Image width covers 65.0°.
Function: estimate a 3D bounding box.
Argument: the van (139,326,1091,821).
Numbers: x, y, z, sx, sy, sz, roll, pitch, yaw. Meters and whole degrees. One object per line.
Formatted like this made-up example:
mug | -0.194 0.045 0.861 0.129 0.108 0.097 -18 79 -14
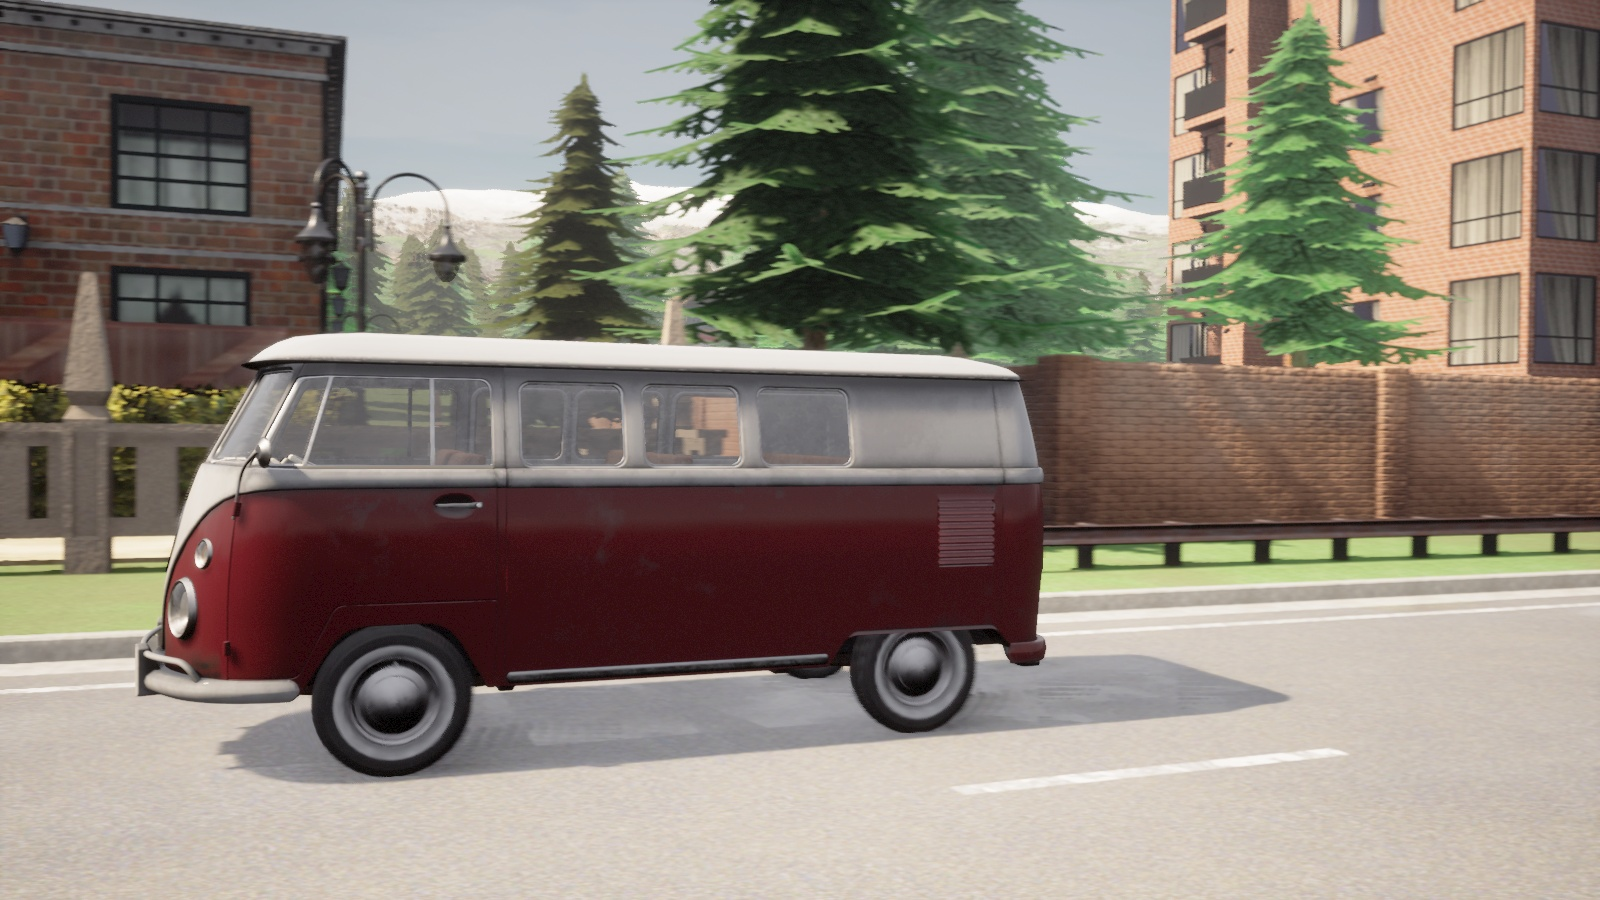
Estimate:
van | -0.869 0.452 6.650 4.442 1.987 1.775 -1 1 -21
